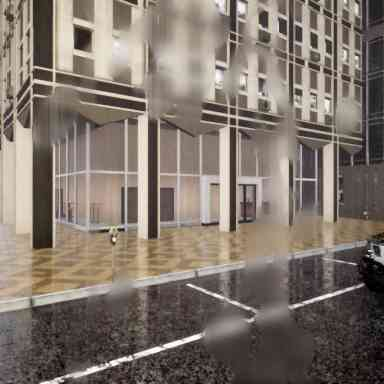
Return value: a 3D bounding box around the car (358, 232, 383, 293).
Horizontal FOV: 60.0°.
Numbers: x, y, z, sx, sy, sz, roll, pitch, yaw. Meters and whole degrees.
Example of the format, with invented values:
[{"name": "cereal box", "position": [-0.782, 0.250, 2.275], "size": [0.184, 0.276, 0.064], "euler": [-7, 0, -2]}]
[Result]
[{"name": "car", "position": [6.161, 1.222, 7.755], "size": [5.566, 2.045, 2.150], "euler": [0, 0, -36]}]
